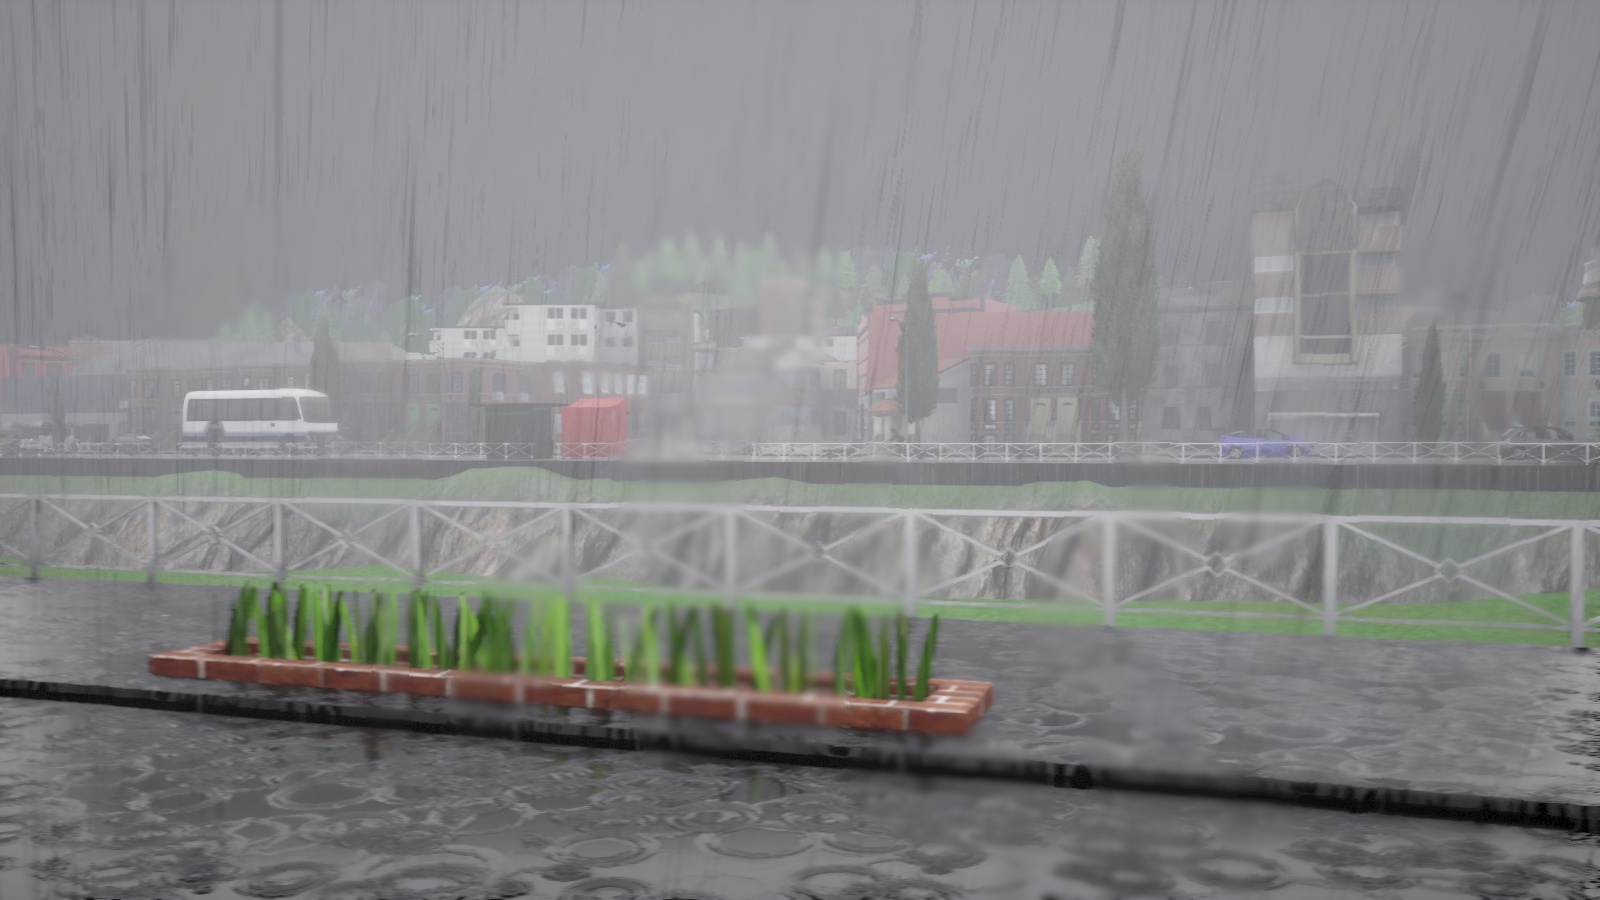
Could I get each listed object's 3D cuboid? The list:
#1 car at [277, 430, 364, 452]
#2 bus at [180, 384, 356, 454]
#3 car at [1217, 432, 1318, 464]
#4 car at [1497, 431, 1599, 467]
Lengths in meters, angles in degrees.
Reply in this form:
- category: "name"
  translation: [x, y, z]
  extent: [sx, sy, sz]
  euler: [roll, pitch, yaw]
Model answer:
- category: "car"
  translation: [-32.021, -0.589, 83.805]
  extent: [5.357, 1.411, 2.033]
  euler: [1, 1, 19]
- category: "bus"
  translation: [-33.973, -1.963, 80.222]
  extent: [10.273, 4.253, 3.944]
  euler: [1, 1, 19]
- category: "car"
  translation: [22.729, -0.121, 61.183]
  extent: [4.514, 1.525, 2.007]
  euler: [1, 1, 19]
- category: "car"
  translation: [34.250, -0.064, 57.310]
  extent: [3.988, 1.617, 1.851]
  euler: [1, 1, 19]
